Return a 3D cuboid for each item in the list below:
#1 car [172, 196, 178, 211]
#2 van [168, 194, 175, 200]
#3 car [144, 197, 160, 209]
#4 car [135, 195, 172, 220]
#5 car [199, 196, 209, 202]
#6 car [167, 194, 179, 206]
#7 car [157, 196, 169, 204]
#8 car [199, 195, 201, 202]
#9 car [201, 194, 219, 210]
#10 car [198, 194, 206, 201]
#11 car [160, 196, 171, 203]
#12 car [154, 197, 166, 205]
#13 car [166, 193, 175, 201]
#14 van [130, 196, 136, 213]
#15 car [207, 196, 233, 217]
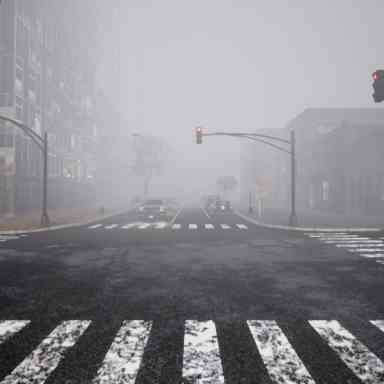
[{"bbox_3d":[-3.097,1.552,38.602,2.033,1.411,5.357,0,0,1],"label":"car"},{"bbox_3d":[-5.674,1.347,93.398,1.690,1.788,3.998,1,0,0],"label":"van"},{"bbox_3d":[-5.677,1.530,47.836,1.752,1.417,4.829,1,0,0],"label":"car"},{"bbox_3d":[-3.133,1.356,28.167,2.097,1.767,4.553,0,0,1],"label":"car"},{"bbox_3d":[2.702,1.572,76.415,1.947,1.339,4.313,1,0,0],"label":"car"},{"bbox_3d":[-3.082,1.531,52.504,1.812,1.442,4.674,0,0,0],"label":"car"},{"bbox_3d":[-5.678,1.572,65.028,1.947,1.339,4.313,1,0,0],"label":"car"},{"bbox_3d":[2.707,1.321,65.067,2.192,1.841,5.009,1,0,0],"label":"car"},{"bbox_3d":[2.707,1.320,42.371,2.192,1.841,5.009,1,0,0],"label":"car"},{"bbox_3d":[2.704,1.446,87.762,1.967,1.590,4.097,1,0,0],"label":"car"},{"bbox_3d":[-5.678,1.572,70.702,1.947,1.339,4.313,1,0,0],"label":"car"},{"bbox_3d":[-5.678,1.587,59.354,1.802,1.307,4.206,1,0,0],"label":"car"},{"bbox_3d":[-5.673,1.321,87.724,2.192,1.841,5.009,1,0,0],"label":"car"},{"bbox_3d":[-5.673,1.346,36.658,1.690,1.788,3.998,1,0,0],"label":"van"},{"bbox_3d":[2.705,1.444,31.023,1.967,1.590,4.097,1,0,0],"label":"car"}]
